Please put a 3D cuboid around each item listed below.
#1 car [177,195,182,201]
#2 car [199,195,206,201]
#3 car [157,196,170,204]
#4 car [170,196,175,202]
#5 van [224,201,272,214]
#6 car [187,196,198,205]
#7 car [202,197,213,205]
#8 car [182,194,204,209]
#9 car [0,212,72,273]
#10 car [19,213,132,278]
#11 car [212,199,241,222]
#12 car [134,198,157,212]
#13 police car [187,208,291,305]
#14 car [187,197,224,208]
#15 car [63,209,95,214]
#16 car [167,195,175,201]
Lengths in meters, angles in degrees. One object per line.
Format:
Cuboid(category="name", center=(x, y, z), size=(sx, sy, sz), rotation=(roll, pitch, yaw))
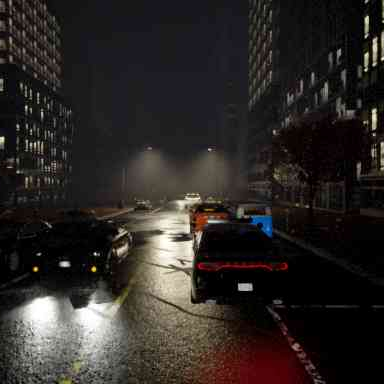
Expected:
Cuboid(category="car", center=(-2.815, 1.523, 85.218), size=(2.128, 1.511, 4.902), rotation=(0, 0, 0))
Cuboid(category="car", center=(2.870, 1.562, 89.324), size=(1.752, 1.417, 4.829), rotation=(-1, 0, 0))
Cuboid(category="car", center=(-5.573, 1.451, 61.048), size=(1.967, 1.590, 4.097), rotation=(-1, 0, 0))
Cuboid(category="car", center=(-5.534, 1.570, 77.923), size=(1.887, 1.381, 4.507), rotation=(-1, 0, 0))
Cuboid(category="van", center=(2.708, 1.337, 16.031), size=(1.690, 1.788, 3.998), rotation=(-1, 0, 0))
Cuboid(category="car", center=(0.126, 1.487, 58.198), size=(1.882, 1.535, 5.008), rotation=(0, 0, 0))
Cuboid(category="car", center=(2.810, 1.577, 61.029), size=(1.947, 1.339, 4.313), rotation=(-1, 0, 0))
Cuboid(category="car", center=(0.123, 1.224, 45.588), size=(2.150, 2.045, 5.566), rotation=(0, 0, 0))
Cuboid(category="car", center=(-5.680, 1.548, 10.424), size=(2.008, 1.369, 4.403), rotation=(-1, 0, 0))
Cuboid(category="car", center=(-3.078, 1.561, 10.037), size=(1.994, 1.385, 4.181), rotation=(0, 0, 0))
Cuboid(category="car", center=(2.734, 1.437, 27.280), size=(1.967, 1.590, 4.097), rotation=(-1, 0, 0))
Cuboid(category="car", center=(-5.619, 1.551, 38.548), size=(2.008, 1.369, 4.403), rotation=(-1, 0, 0))
Cuboid(category="police car", center=(0.917, 1.423, 8.269), size=(1.930, 1.638, 5.238), rotation=(0, 0, 0))
Cuboid(category="car", center=(0.928, 1.348, 18.132), size=(2.097, 1.767, 4.553), rotation=(0, 0, 0))
Cuboid(category="car", center=(-5.668, 1.547, 16.048), size=(2.008, 1.369, 4.403), rotation=(-1, 0, 0))
Cuboid(category="car", center=(-5.510, 1.618, 89.172), size=(1.802, 1.307, 4.206), rotation=(-1, 0, 0))
